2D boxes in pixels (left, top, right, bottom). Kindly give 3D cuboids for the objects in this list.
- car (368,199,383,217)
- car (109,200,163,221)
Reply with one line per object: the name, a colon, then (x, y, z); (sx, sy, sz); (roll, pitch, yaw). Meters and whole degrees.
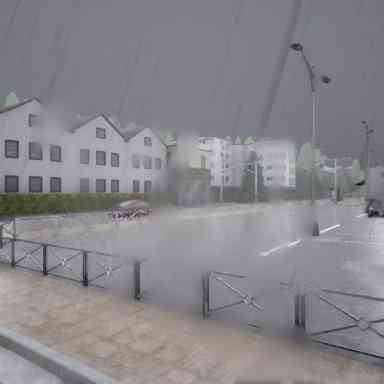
car: (15.454, 1.298, 26.789); (2.007, 1.523, 4.514); (0, 0, 35)
car: (-4.202, 1.334, 25.494); (1.812, 1.442, 4.674); (0, 0, 35)
